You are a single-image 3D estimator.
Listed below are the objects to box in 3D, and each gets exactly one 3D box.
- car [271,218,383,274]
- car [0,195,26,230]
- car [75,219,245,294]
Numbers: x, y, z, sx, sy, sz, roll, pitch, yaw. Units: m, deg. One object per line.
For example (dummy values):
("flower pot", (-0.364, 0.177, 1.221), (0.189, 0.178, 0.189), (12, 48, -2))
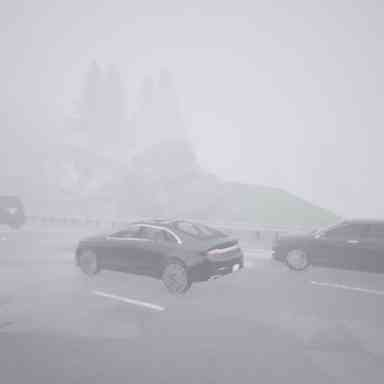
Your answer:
("car", (4.636, 1.482, 9.158), (4.892, 1.490, 1.837), (0, 0, 35))
("car", (-12.262, 1.211, 19.699), (5.566, 2.045, 2.150), (0, 0, 29))
("car", (-1.035, 1.479, 8.778), (4.902, 1.511, 2.128), (0, 0, 34))
